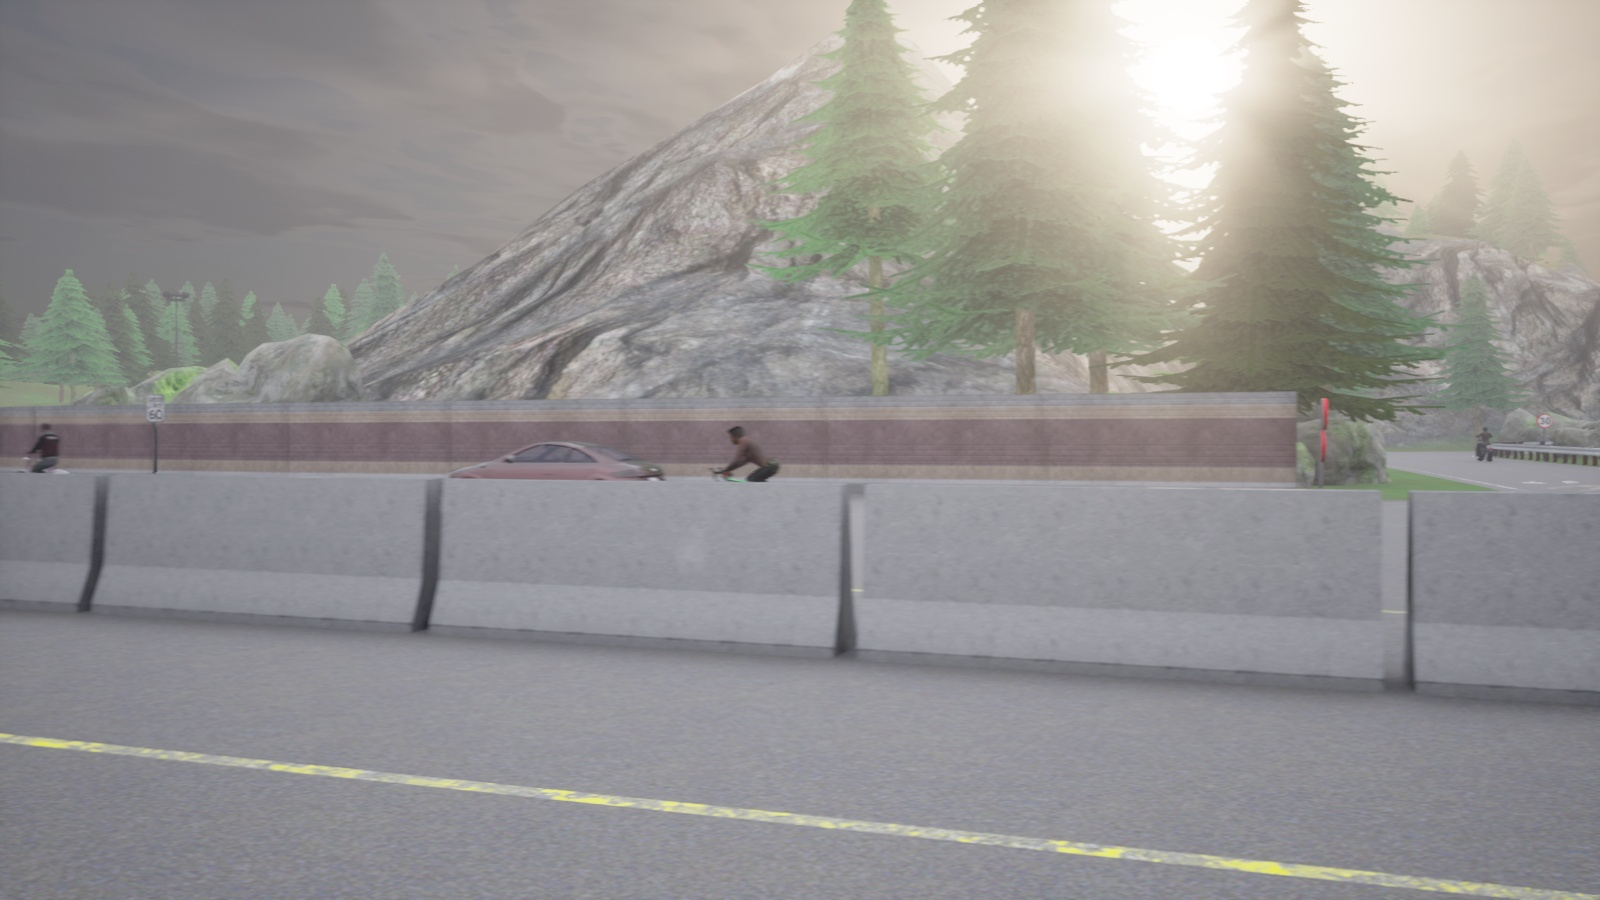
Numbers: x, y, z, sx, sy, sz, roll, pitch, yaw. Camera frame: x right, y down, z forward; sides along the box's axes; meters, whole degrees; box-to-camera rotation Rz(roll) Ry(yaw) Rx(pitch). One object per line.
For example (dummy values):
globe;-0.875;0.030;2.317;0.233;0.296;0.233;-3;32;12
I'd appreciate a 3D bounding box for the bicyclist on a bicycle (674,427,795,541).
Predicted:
bicyclist on a bicycle;-0.957;0.473;18.287;1.656;1.620;0.582;0;1;19

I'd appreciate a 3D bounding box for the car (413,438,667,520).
car;-4.788;0.483;23.271;4.181;1.385;1.994;1;1;19

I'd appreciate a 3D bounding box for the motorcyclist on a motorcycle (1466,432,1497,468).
motorcyclist on a motorcycle;31.621;-0.028;58.288;0.766;1.649;2.350;1;1;16

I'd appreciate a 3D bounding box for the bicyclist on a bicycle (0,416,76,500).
bicyclist on a bicycle;-16.728;0.164;27.289;1.843;1.776;0.659;1;1;19
